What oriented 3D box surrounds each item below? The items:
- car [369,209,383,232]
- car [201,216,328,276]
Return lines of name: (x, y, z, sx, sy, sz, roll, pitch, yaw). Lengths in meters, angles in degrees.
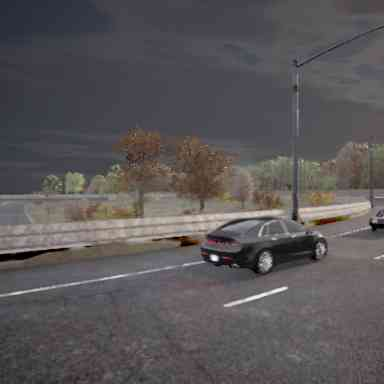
car: (12.098, 1.637, 19.637, 1.895, 1.301, 4.718, 0, 0, 43)
car: (2.471, 1.534, 10.576, 4.892, 1.490, 1.837, 0, 0, -40)
